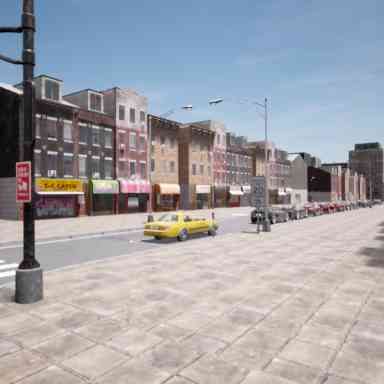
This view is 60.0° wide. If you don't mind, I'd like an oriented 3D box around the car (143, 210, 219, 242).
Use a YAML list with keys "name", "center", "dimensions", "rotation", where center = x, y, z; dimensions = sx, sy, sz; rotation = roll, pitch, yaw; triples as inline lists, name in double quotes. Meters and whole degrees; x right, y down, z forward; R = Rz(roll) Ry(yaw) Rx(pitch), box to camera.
- name: "car"
  center: [-0.360, 1.597, 16.870]
  dimensions: [1.752, 1.417, 4.829]
  rotation: [-1, -1, 35]

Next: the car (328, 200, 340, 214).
- name: "car"
  center: [15.824, 1.833, 39.668]
  dimensions: [1.887, 1.381, 4.507]
  rotation: [-1, -1, 35]

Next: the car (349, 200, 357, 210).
- name: "car"
  center: [22.337, 1.950, 48.843]
  dimensions: [2.008, 1.369, 4.403]
  rotation: [-1, -1, 35]

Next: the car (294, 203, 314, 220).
- name: "car"
  center: [9.311, 1.741, 30.494]
  dimensions: [2.008, 1.369, 4.403]
  rotation: [-1, -1, 35]

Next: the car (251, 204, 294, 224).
- name: "car"
  center: [6.055, 1.713, 25.906]
  dimensions: [1.947, 1.339, 4.313]
  rotation: [-1, -1, 35]

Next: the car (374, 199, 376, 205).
- name: "car"
  center: [35.362, 2.210, 67.191]
  dimensions: [1.887, 1.381, 4.507]
  rotation: [-1, -2, 35]

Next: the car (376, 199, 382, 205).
- name: "car"
  center: [45.131, 2.458, 80.951]
  dimensions: [2.008, 1.369, 4.403]
  rotation: [-2, -2, 35]

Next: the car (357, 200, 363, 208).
- name: "car"
  center: [25.593, 2.011, 53.430]
  dimensions: [2.008, 1.369, 4.403]
  rotation: [-1, -1, 35]

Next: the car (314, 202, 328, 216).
- name: "car"
  center: [12.568, 1.819, 35.080]
  dimensions: [1.802, 1.307, 4.206]
  rotation: [-1, -1, 35]

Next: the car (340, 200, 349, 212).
- name: "car"
  center: [19.079, 1.782, 44.257]
  dimensions: [1.967, 1.590, 4.097]
  rotation: [-1, -1, 35]

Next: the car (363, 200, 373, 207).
- name: "car"
  center: [32.107, 2.145, 62.605]
  dimensions: [2.008, 1.369, 4.403]
  rotation: [-1, -1, 35]
